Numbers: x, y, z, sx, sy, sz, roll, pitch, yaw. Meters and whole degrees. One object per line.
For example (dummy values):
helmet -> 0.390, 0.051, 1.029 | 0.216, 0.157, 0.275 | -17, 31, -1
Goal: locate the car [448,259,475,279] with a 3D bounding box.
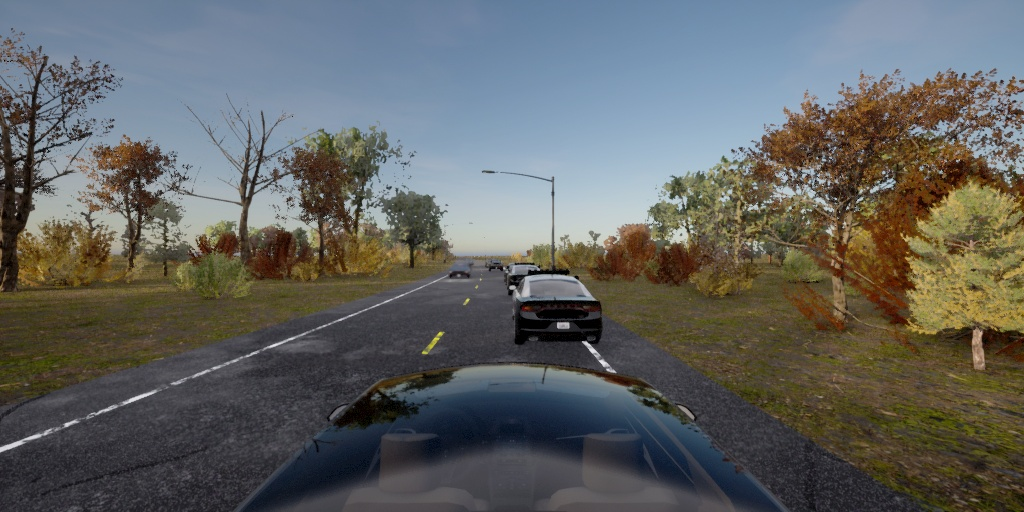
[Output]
car -> -4.701, 1.286, 33.117 | 2.033, 1.411, 5.357 | 0, 0, -4

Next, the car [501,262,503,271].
car -> 0.413, 1.217, 25.665 | 1.882, 1.535, 5.008 | 0, 0, -3

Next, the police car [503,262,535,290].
police car -> 0.679, 1.170, 19.747 | 1.930, 1.638, 5.238 | 0, 0, -2

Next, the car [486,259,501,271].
car -> -2.169, 1.234, 47.337 | 1.837, 1.490, 4.892 | 0, 0, -5

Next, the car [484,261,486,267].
car -> -3.516, 1.209, 60.227 | 2.128, 1.511, 4.902 | 0, 0, -7

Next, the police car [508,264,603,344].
police car -> 0.969, 1.174, 9.695 | 1.930, 1.638, 5.238 | 0, 0, -1
